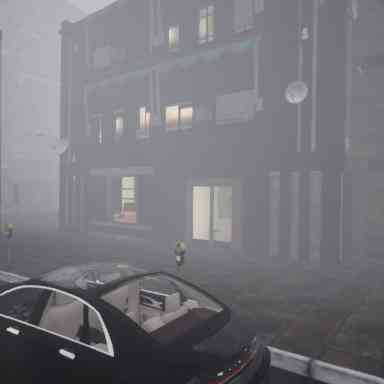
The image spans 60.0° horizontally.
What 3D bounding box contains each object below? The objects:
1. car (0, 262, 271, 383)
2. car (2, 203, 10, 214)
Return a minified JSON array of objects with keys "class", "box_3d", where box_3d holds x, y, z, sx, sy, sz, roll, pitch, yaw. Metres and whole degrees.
[{"class":"car","box_3d":[-1.294,1.550,3.935,4.403,1.369,2.008,0,1,35]},{"class":"car","box_3d":[-21.533,1.620,34.881,2.008,1.369,4.403,1,0,36]}]
